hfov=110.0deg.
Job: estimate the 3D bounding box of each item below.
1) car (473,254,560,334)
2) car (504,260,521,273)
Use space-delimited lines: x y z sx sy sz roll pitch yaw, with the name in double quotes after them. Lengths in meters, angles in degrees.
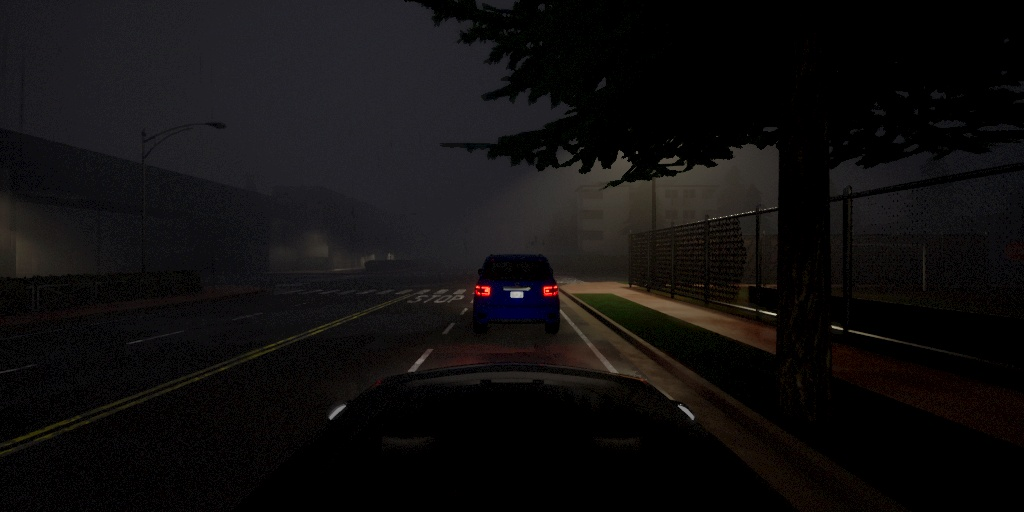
0.115 0.972 10.809 2.150 2.045 5.566 0 0 0 "car"
0.022 1.242 45.675 2.128 1.511 4.902 0 0 0 "car"
